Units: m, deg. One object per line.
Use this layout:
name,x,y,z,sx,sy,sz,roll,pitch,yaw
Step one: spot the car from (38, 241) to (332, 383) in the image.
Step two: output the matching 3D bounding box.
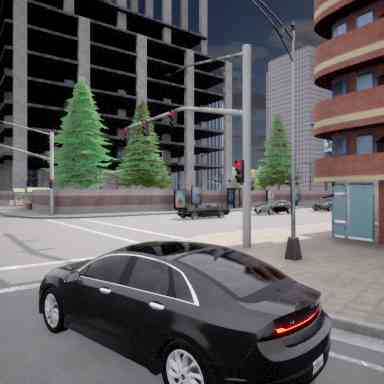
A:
car,-0.534,1.505,5.001,4.892,1.490,1.837,0,0,41

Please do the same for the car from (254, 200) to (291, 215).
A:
car,8.563,1.547,34.501,4.902,1.511,2.128,0,0,-36

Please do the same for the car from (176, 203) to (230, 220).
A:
car,0.983,1.656,29.065,4.718,1.301,1.895,0,0,-36

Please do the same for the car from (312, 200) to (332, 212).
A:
car,16.646,1.407,40.273,4.553,1.767,2.097,0,0,-35
